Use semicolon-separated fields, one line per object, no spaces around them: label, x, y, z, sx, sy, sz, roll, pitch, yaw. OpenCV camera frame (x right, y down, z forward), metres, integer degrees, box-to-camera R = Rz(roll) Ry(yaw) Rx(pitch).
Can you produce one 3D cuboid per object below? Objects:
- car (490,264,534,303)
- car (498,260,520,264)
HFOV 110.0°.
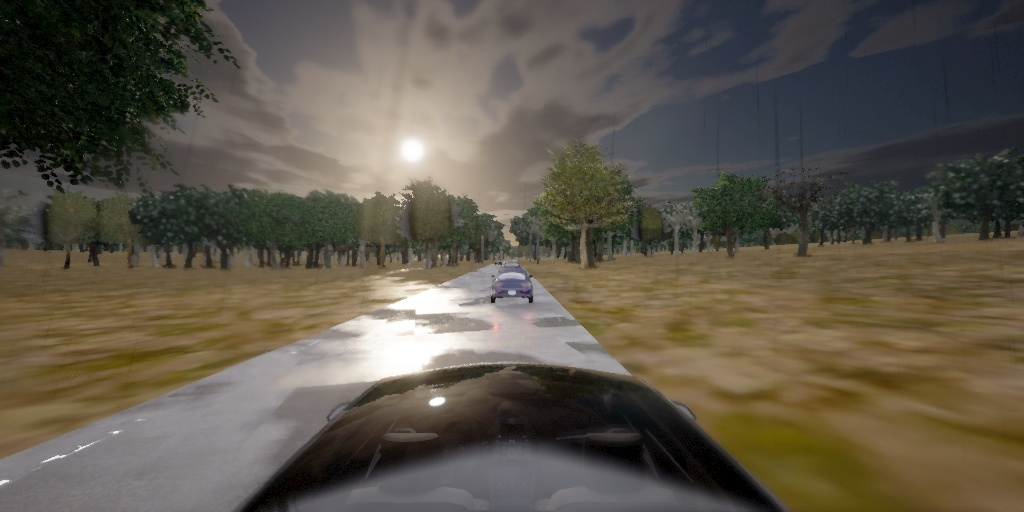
car;0.000;1.281;16.462;1.812;1.442;4.674;0;0;0
car;0.000;1.273;31.464;1.837;1.490;4.892;0;0;0
